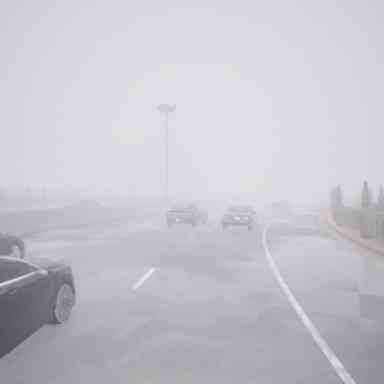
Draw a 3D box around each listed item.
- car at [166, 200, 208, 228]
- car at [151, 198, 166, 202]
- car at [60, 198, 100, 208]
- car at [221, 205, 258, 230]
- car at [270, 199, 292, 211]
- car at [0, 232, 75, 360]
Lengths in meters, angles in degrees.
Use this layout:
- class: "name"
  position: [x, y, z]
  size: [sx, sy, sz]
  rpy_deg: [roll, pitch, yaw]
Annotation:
- class: "car"
  position: [-0.244, 1.482, 22.088]
  size: [2.128, 1.511, 4.902]
  rpy_deg: [0, 0, 15]
- class: "car"
  position: [-4.070, 1.537, 42.566]
  size: [1.812, 1.442, 4.674]
  rpy_deg: [0, 0, 26]
- class: "car"
  position: [-11.365, 1.442, 34.045]
  size: [1.837, 1.490, 4.892]
  rpy_deg: [0, -1, 19]
- class: "car"
  position: [3.159, 1.554, 21.543]
  size: [2.033, 1.411, 5.357]
  rpy_deg: [0, 0, 15]
- class: "car"
  position: [10.975, 1.562, 41.195]
  size: [1.812, 1.442, 4.674]
  rpy_deg: [0, 0, 25]
- class: "car"
  position: [-3.136, 1.475, 4.205]
  size: [2.128, 1.511, 4.902]
  rpy_deg: [0, 0, 3]
